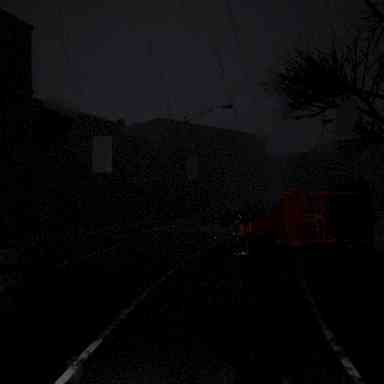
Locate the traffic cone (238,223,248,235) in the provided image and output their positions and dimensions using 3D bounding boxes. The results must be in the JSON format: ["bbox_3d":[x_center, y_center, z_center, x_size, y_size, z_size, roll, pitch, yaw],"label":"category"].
[{"bbox_3d":[2.625,1.945,17.684,0.340,0.580,0.340,1,0,23],"label":"traffic cone"}]

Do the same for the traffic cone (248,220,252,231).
[{"bbox_3d":[3.406,1.946,19.525,0.340,0.580,0.340,1,0,23],"label":"traffic cone"}]

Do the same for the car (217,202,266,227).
[{"bbox_3d":[3.546,1.454,23.093,1.882,1.535,5.008,0,0,33],"label":"car"}]

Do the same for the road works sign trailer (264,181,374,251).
[{"bbox_3d":[4.691,0.942,12.357,2.880,2.380,3.560,-2,-2,-45],"label":"road works sign trailer"}]
